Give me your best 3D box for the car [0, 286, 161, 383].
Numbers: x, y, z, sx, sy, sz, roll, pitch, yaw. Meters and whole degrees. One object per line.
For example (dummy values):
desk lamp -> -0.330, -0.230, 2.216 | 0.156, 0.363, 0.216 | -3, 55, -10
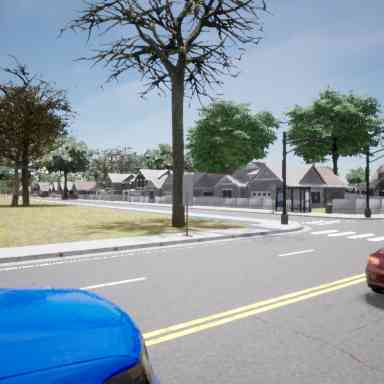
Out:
car -> -2.767, 1.220, 1.468 | 5.566, 2.045, 2.150 | 0, 0, -36

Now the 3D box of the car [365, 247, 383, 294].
car -> 5.704, 1.525, 7.486 | 4.674, 1.442, 1.812 | 0, 0, -36
